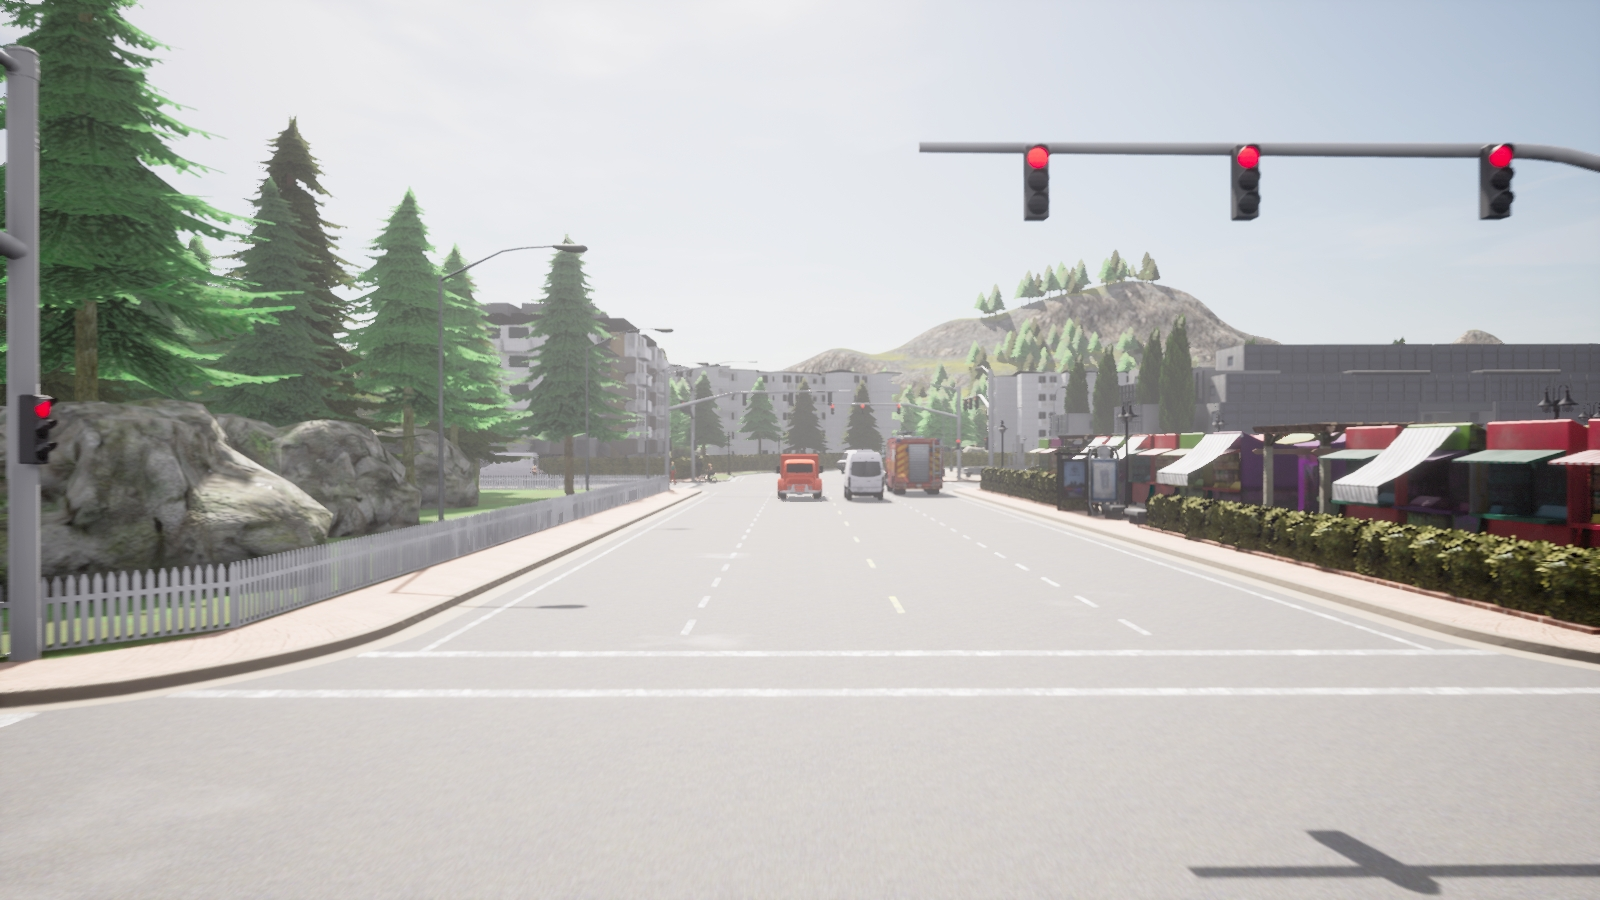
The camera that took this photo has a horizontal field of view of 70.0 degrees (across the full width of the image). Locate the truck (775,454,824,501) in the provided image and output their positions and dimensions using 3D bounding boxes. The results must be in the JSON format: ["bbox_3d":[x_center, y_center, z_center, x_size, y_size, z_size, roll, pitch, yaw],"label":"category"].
[{"bbox_3d":[-0.021,1.448,63.224,2.627,2.467,5.204,0,0,0],"label":"truck"}]

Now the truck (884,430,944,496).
[{"bbox_3d":[6.983,0.736,71.041,2.891,3.827,8.468,0,0,0],"label":"truck"}]

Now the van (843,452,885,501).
[{"bbox_3d":[3.478,1.405,63.045,1.988,2.561,5.915,0,0,0],"label":"van"}]
